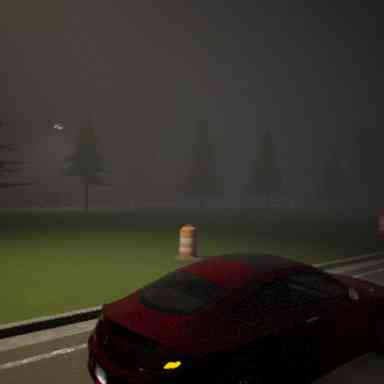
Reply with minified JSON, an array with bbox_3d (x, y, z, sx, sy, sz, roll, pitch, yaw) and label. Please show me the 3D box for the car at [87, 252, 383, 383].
[{"bbox_3d":[1.020,1.566,4.473,4.674,1.442,1.812,1,-1,-36],"label":"car"}]
